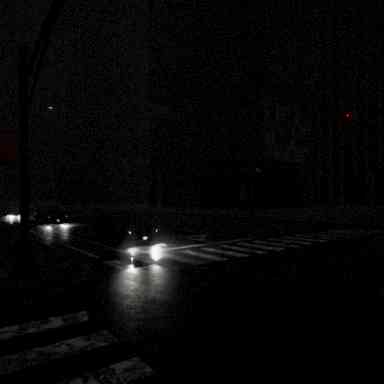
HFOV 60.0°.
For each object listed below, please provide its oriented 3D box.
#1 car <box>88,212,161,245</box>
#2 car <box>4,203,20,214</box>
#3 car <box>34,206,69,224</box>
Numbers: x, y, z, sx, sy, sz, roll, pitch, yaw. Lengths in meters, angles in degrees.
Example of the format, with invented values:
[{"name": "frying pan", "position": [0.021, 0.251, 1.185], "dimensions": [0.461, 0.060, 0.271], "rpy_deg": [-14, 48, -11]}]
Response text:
[{"name": "car", "position": [-3.680, 1.732, 17.120], "dimensions": [2.033, 1.411, 5.357], "rpy_deg": [-1, -1, -36]}, {"name": "car", "position": [-24.686, 2.265, 45.917], "dimensions": [2.128, 1.511, 4.902], "rpy_deg": [-1, -1, -36]}, {"name": "car", "position": [-12.369, 1.971, 28.964], "dimensions": [2.033, 1.411, 5.357], "rpy_deg": [-1, -1, -36]}]
